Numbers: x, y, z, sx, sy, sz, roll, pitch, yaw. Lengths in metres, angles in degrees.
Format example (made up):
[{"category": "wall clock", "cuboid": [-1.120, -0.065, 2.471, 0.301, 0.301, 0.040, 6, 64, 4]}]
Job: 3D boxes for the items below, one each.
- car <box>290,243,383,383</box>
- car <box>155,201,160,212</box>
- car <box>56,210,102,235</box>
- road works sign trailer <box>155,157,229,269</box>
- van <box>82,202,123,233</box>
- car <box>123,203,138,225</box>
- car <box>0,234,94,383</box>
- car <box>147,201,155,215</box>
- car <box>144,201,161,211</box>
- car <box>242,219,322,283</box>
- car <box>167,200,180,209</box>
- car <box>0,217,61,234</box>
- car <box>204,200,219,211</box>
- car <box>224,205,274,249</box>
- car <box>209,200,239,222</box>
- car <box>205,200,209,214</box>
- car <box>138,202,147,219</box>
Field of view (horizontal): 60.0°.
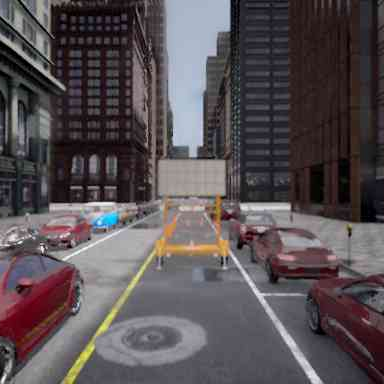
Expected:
[{"category": "car", "cuboid": [2.761, 1.621, 4.022, 1.802, 1.307, 4.206, 0, -1, 0]}, {"category": "car", "cuboid": [-5.752, 2.000, 43.474, 1.947, 1.339, 4.313, 0, -1, 0]}, {"category": "car", "cuboid": [-5.761, 1.730, 15.293, 1.802, 1.307, 4.206, 0, -1, 0]}, {"category": "road works sign trailer", "cuboid": [0.004, 0.576, 11.559, 2.380, 3.560, 2.880, 0, -1, 0]}, {"category": "van", "cuboid": [-5.760, 1.545, 20.931, 1.690, 1.788, 3.998, 0, -1, 0]}, {"category": "car", "cuboid": [-5.757, 1.784, 26.395, 1.752, 1.417, 4.829, 0, -1, 0]}, {"category": "car", "cuboid": [-3.098, 1.611, 4.871, 1.994, 1.385, 4.181, 0, -1, 0]}, {"category": "car", "cuboid": [-5.754, 1.942, 37.838, 1.947, 1.339, 4.313, 0, -1, 0]}, {"category": "car", "cuboid": [-5.750, 2.044, 49.110, 2.008, 1.369, 4.403, 0, -1, 0]}, {"category": "car", "cuboid": [2.763, 1.675, 9.659, 1.802, 1.307, 4.206, 0, -1, 0]}, {"category": "car", "cuboid": [-2.997, 2.057, 54.359, 1.837, 1.490, 4.892, 0, -1, 0]}, {"category": "car", "cuboid": [-5.763, 1.644, 9.656, 2.008, 1.369, 4.403, 0, -1, 0]}, {"category": "car", "cuboid": [2.774, 1.934, 49.110, 1.967, 1.590, 4.097, 0, -1, 0]}, {"category": "car", "cuboid": [2.764, 1.588, 15.296, 1.967, 1.590, 4.097, 0, -1, 0]}, {"category": "car", "cuboid": [2.767, 1.576, 26.568, 2.192, 1.841, 5.009, 0, -1, 0]}, {"category": "car", "cuboid": [2.768, 1.633, 32.204, 2.192, 1.841, 5.009, 0, -1, 0]}, {"category": "car", "cuboid": [-5.755, 1.899, 32.201, 1.802, 1.307, 4.206, 0, -1, 0]}]
